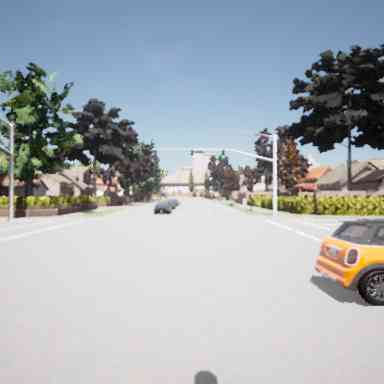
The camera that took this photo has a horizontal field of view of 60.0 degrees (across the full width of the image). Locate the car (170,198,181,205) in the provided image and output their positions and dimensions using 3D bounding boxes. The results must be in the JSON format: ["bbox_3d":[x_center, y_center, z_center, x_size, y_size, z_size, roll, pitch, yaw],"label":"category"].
[{"bbox_3d":[-3.422,2.019,69.668,1.895,1.301,4.718,0,0,0],"label":"car"}]

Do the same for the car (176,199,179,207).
[{"bbox_3d":[-3.403,1.846,49.224,2.033,1.411,5.357,0,0,0],"label":"car"}]

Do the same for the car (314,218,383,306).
[{"bbox_3d":[5.343,1.405,7.646,4.553,1.767,2.097,0,0,-1],"label":"car"}]

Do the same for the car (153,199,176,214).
[{"bbox_3d":[-3.354,1.783,38.915,2.033,1.411,5.357,0,0,0],"label":"car"}]
